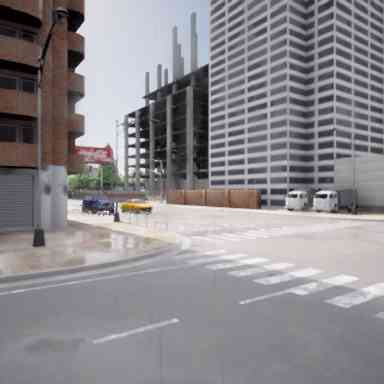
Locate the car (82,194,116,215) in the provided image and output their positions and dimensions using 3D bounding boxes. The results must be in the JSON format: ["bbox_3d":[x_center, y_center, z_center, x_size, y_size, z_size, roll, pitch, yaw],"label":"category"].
[{"bbox_3d":[-10.097,1.274,35.720,2.150,2.045,5.566,0,0,-34],"label":"car"}]

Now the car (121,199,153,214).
[{"bbox_3d":[-5.959,1.530,35.916,1.882,1.535,5.008,0,0,-35],"label":"car"}]
